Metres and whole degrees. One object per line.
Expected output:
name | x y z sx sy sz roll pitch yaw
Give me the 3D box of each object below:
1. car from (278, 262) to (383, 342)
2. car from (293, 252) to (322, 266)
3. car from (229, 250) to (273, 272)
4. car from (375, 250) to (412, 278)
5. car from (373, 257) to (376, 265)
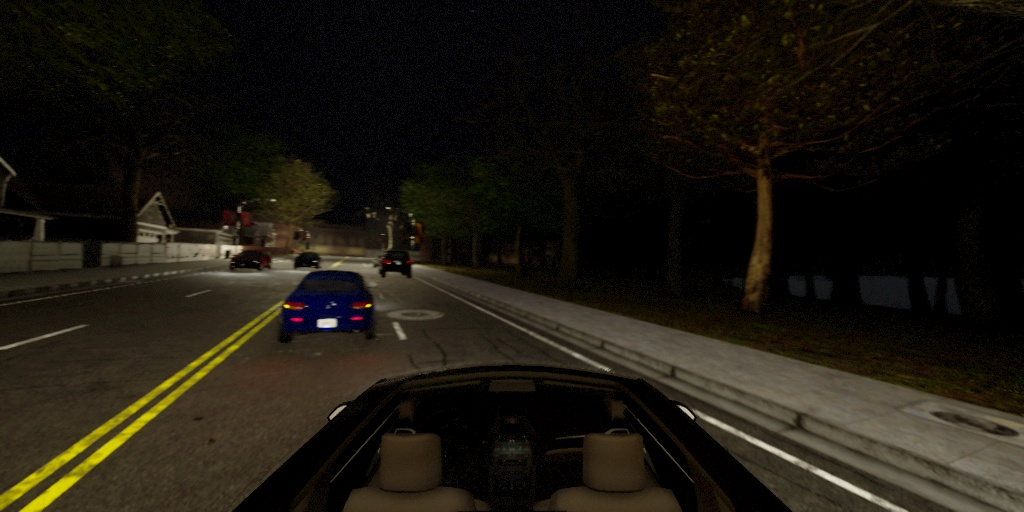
car | -4.417 1.067 8.926 1.812 1.442 4.674 3 0 -23
car | -18.238 0.392 32.174 1.882 1.535 5.008 3 0 -23
car | -19.563 0.307 27.062 1.882 1.535 5.008 3 0 -23
car | -9.216 0.572 28.184 2.150 2.045 5.566 3 0 -24
car | -14.955 0.718 41.219 1.895 1.301 4.718 3 0 -23
